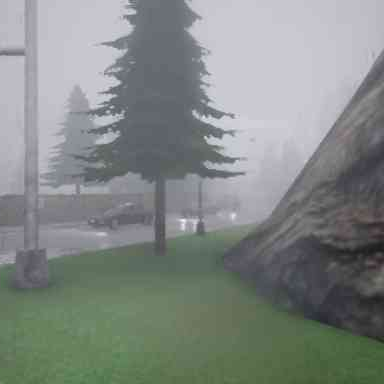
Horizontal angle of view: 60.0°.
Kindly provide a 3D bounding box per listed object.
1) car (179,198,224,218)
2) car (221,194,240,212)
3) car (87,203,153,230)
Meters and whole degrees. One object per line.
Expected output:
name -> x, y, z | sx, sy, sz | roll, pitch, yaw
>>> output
car -> 0.807, 1.580, 30.755 | 2.033, 1.411, 5.357 | 0, 0, 26
car -> 4.532, 1.259, 40.544 | 2.150, 2.045, 5.566 | 0, 0, 16
car -> -4.585, 1.537, 21.865 | 1.837, 1.490, 4.892 | 0, 0, 34
